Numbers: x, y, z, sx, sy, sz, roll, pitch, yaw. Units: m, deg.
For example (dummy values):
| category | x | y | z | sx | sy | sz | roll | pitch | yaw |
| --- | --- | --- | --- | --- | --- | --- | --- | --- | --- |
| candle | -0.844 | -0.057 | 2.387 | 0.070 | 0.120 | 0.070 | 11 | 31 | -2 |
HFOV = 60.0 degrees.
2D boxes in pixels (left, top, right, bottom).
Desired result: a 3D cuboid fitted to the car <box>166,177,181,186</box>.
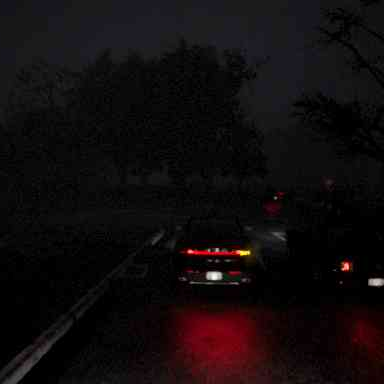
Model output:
| category | x | y | z | sx | sy | sz | roll | pitch | yaw |
| --- | --- | --- | --- | --- | --- | --- | --- | --- | --- |
| car | -3.214 | -2.148 | 66.490 | 2.097 | 1.767 | 4.553 | -1 | 3 | -14 |

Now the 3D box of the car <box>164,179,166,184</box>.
| category | x | y | z | sx | sy | sz | roll | pitch | yaw |
| --- | --- | --- | --- | --- | --- | --- | --- | --- | --- |
| car | -6.220 | -2.652 | 84.049 | 1.895 | 1.301 | 4.718 | 0 | 2 | -4 |

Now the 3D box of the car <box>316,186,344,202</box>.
| category | x | y | z | sx | sy | sz | roll | pitch | yaw |
| --- | --- | --- | --- | --- | --- | --- | --- | --- | --- |
| car | 14.074 | 0.093 | 32.921 | 5.008 | 1.535 | 1.882 | -4 | 4 | -44 |

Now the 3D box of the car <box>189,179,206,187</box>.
| category | x | y | z | sx | sy | sz | roll | pitch | yaw |
| --- | --- | --- | --- | --- | --- | --- | --- | --- | --- |
| car | 1.130 | -1.757 | 62.567 | 1.837 | 1.490 | 4.892 | -2 | 5 | -28 |

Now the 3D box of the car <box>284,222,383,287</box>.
| category | x | y | z | sx | sy | sz | roll | pitch | yaw |
| --- | --- | --- | --- | --- | --- | --- | --- | --- | --- |
| car | 3.813 | 1.453 | 8.833 | 1.895 | 1.301 | 4.718 | 0 | 2 | 4 |

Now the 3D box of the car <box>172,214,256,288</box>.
| category | x | y | z | sx | sy | sz | roll | pitch | yaw |
| --- | --- | --- | --- | --- | --- | --- | --- | --- | --- |
| car | 0.573 | 1.345 | 8.889 | 1.837 | 1.490 | 4.892 | 0 | 1 | 3 |

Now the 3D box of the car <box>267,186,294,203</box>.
| category | x | y | z | sx | sy | sz | roll | pitch | yaw |
| --- | --- | --- | --- | --- | --- | --- | --- | --- | --- |
| car | 8.751 | 0.147 | 32.536 | 1.837 | 1.490 | 4.892 | 3 | 4 | 27 |
